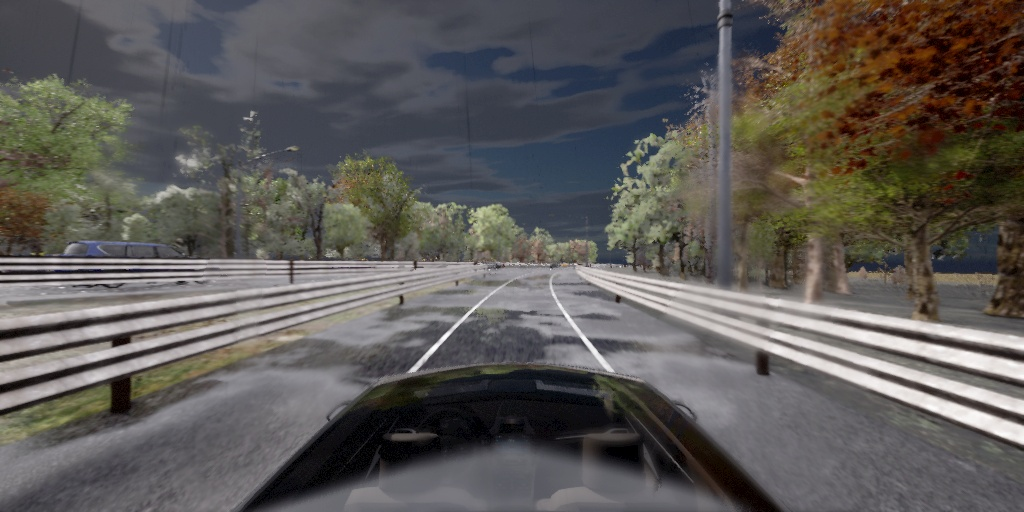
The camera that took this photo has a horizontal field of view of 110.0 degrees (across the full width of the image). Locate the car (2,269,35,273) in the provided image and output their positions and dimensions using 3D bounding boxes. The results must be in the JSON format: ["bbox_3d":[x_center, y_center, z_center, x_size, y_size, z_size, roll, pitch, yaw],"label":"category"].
[{"bbox_3d":[-23.960,0.675,19.828,2.128,1.511,4.902,0,-1,22],"label":"car"}]

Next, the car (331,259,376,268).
[{"bbox_3d":[-16.696,1.082,38.104,1.882,1.535,5.008,0,-1,22],"label":"car"}]

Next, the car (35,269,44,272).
[{"bbox_3d":[-20.721,0.759,18.502,1.994,1.385,4.181,0,-1,22],"label":"car"}]

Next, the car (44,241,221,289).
[{"bbox_3d":[-17.461,0.420,17.225,2.150,2.045,5.566,0,-1,22],"label":"car"}]

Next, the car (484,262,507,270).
[{"bbox_3d":[-3.231,1.717,62.879,2.128,1.511,4.902,0,-1,21],"label":"car"}]
